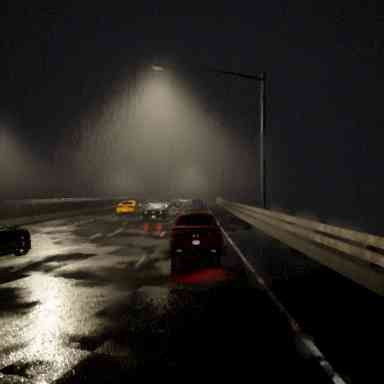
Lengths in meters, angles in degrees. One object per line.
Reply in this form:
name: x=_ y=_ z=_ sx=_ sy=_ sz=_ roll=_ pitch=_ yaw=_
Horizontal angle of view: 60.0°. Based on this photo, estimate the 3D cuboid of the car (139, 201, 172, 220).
car: x=-3.133 y=1.752 z=29.715 sx=1.895 sy=1.301 sz=4.718 roll=0 pitch=0 yaw=1

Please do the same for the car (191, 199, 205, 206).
car: x=0.817 y=1.746 z=48.773 sx=1.882 sy=1.535 sz=5.008 roll=0 pitch=0 yaw=2

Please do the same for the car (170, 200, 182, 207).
car: x=-2.616 y=1.886 z=51.272 sx=1.895 sy=1.301 sz=4.718 roll=0 pitch=0 yaw=2

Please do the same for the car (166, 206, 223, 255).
car: x=0.162 y=1.545 z=13.640 sx=1.882 sy=1.535 sz=5.008 roll=0 pitch=0 yaw=0

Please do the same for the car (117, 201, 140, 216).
car: x=-6.525 y=1.658 z=35.127 sx=1.882 sy=1.535 sz=5.008 roll=0 pitch=0 yaw=1

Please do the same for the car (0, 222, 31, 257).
car: x=-6.863 y=1.539 z=10.344 sx=2.128 sy=1.511 sz=4.902 roll=0 pitch=0 yaw=0
